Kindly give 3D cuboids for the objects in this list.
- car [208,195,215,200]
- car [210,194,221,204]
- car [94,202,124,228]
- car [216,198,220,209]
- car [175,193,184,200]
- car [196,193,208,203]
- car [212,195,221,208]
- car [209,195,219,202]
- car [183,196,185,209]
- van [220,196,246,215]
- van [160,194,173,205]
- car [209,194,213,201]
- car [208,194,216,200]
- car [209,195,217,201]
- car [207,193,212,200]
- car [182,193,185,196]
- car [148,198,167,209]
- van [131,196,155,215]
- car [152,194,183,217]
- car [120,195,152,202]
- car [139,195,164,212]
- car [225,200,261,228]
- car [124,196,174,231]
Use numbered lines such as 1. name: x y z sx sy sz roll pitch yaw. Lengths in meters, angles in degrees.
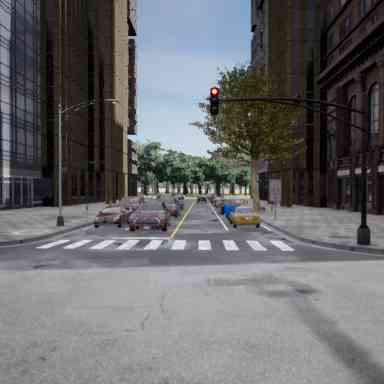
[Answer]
1. car: 5.232 1.379 89.832 1.947 1.339 4.313 0 0 2
2. car: 4.157 1.471 50.092 1.887 1.381 4.507 -1 0 2
3. car: -5.133 1.565 21.927 1.802 1.307 4.206 -1 0 2
4. car: 3.696 1.531 33.061 1.947 1.339 4.313 -1 0 2
5. car: -3.293 1.128 90.058 2.192 1.841 5.009 0 0 2
6. car: 1.926 1.389 65.851 1.837 1.490 4.892 0 0 2
7. car: 4.008 1.466 44.585 1.752 1.417 4.829 -1 0 2
8. car: 4.771 1.415 72.800 2.008 1.369 4.403 0 0 2
9. car: -1.960 1.551 40.266 1.895 1.301 4.718 0 0 2
10. van: 3.540 1.316 27.383 1.690 1.788 3.998 -1 0 2
11. van: -4.214 1.252 55.993 1.690 1.788 3.998 0 0 2
12. car: 4.310 1.462 55.769 2.008 1.369 4.403 -1 0 2
13. car: 5.082 1.355 84.324 1.752 1.417 4.829 0 0 2
14. car: 4.925 1.429 78.478 1.802 1.307 4.206 0 0 2
15. car: 4.462 1.211 61.446 2.192 1.841 5.009 -1 0 2
16. car: -3.444 1.375 84.381 1.887 1.381 4.507 0 0 2
17. car: -4.519 1.491 44.639 2.008 1.369 4.403 -1 0 2
18. van: -4.828 1.306 33.283 1.690 1.788 3.998 -1 0 2
19. car: -2.233 1.322 30.311 2.097 1.767 4.553 0 0 2
20. car: -4.983 1.290 27.605 2.192 1.841 5.009 -1 0 2
21. car: -4.675 1.269 38.961 2.192 1.841 5.009 -1 0 2
22. car: 3.393 1.508 21.875 1.752 1.417 4.829 -1 0 2
23. car: -2.452 1.337 20.183 2.097 1.767 4.553 0 0 0
